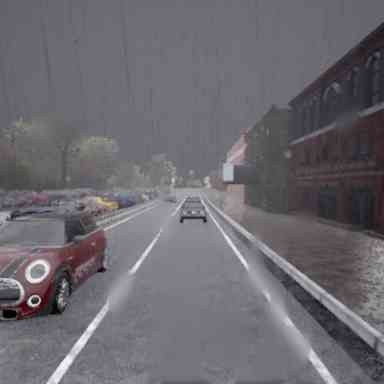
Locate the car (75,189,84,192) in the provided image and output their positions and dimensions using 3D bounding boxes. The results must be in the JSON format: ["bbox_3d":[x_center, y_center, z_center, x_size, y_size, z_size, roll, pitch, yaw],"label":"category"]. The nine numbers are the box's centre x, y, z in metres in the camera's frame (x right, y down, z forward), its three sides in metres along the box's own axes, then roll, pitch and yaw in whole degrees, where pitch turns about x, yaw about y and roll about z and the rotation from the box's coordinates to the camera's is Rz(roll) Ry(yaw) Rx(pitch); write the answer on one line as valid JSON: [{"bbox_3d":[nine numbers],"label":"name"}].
[{"bbox_3d":[-21.729,0.643,58.736,4.553,1.767,2.185,0,1,0],"label":"car"}]

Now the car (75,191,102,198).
[{"bbox_3d":[-21.696,0.484,70.030,5.008,1.535,2.097,0,1,0],"label":"car"}]

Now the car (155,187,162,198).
[{"bbox_3d":[-9.184,0.372,64.490,5.566,2.045,2.435,0,1,0],"label":"car"}]

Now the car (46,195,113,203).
[{"bbox_3d":[-9.375,1.214,27.747,4.674,1.452,2.002,0,0,0],"label":"car"}]

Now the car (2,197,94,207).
[{"bbox_3d":[-9.435,1.247,22.095,4.792,1.488,2.163,0,0,0],"label":"car"}]

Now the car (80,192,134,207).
[{"bbox_3d":[-9.328,1.110,36.223,5.008,1.535,2.097,0,0,0],"label":"car"}]

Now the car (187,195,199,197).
[{"bbox_3d":[0.138,1.093,41.214,2.128,1.511,4.902,0,1,0],"label":"car"}]

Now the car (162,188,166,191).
[{"bbox_3d":[-8.920,0.407,72.969,5.366,1.575,1.946,0,1,0],"label":"car"}]

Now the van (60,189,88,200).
[{"bbox_3d":[-21.860,0.469,61.680,4.442,1.987,1.878,0,2,0],"label":"van"}]

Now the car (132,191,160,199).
[{"bbox_3d":[-9.324,0.549,67.322,5.366,1.575,1.946,0,1,0],"label":"car"}]

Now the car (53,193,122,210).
[{"bbox_3d":[-9.541,1.150,30.573,5.366,1.575,1.946,0,0,0],"label":"car"}]

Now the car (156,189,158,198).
[{"bbox_3d":[-9.175,0.735,61.673,4.674,1.452,2.002,0,1,0],"label":"car"}]

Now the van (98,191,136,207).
[{"bbox_3d":[-9.405,0.841,41.873,4.442,1.987,1.878,0,0,0],"label":"van"}]

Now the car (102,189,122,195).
[{"bbox_3d":[-21.570,-0.016,89.913,4.892,1.521,2.231,0,2,0],"label":"car"}]

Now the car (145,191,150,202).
[{"bbox_3d":[-9.241,1.015,50.365,4.674,1.452,2.002,0,1,0],"label":"car"}]

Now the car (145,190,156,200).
[{"bbox_3d":[-9.200,0.837,56.022,5.008,1.535,2.097,0,1,0],"label":"car"}]

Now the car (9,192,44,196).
[{"bbox_3d":[-21.836,1.096,41.779,4.792,1.488,2.163,0,0,0],"label":"car"}]

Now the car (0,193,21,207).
[{"bbox_3d":[-21.906,1.110,36.257,4.892,1.521,2.231,0,0,0],"label":"car"}]

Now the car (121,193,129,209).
[{"bbox_3d":[-9.334,1.131,33.398,5.008,1.535,2.097,0,0,0],"label":"car"}]

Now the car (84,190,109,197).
[{"bbox_3d":[-21.653,0.341,75.675,5.008,1.535,2.097,0,1,0],"label":"car"}]

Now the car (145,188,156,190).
[{"bbox_3d":[-9.220,0.640,58.844,4.553,1.767,2.185,0,1,0],"label":"car"}]

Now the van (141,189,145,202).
[{"bbox_3d":[-9.373,0.796,47.404,4.442,1.987,1.878,0,1,0],"label":"van"}]

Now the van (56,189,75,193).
[{"bbox_3d":[-21.676,0.682,53.210,4.442,1.987,1.878,0,1,0],"label":"van"}]

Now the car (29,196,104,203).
[{"bbox_3d":[-9.391,1.236,24.922,4.674,1.452,2.002,0,0,0],"label":"car"}]

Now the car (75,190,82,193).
[{"bbox_3d":[-21.809,0.866,56.043,4.792,1.488,2.163,0,2,0],"label":"car"}]

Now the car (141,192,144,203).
[{"bbox_3d":[-9.275,1.086,44.700,4.674,1.452,2.002,0,0,0],"label":"car"}]

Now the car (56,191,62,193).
[{"bbox_3d":[-21.826,1.020,47.437,5.008,1.535,2.097,0,0,0],"label":"car"}]

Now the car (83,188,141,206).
[{"bbox_3d":[-9.277,0.837,39.047,5.566,2.045,2.435,0,0,0],"label":"car"}]

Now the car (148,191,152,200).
[{"bbox_3d":[-9.219,0.948,53.198,4.674,1.452,2.002,0,1,0],"label":"car"}]

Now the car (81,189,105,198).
[{"bbox_3d":[-21.705,0.287,72.849,4.553,1.767,2.185,0,1,0],"label":"car"}]

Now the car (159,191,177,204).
[{"bbox_3d":[-3.246,1.012,49.892,2.033,1.411,5.357,0,1,1],"label":"car"}]

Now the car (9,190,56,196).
[{"bbox_3d":[-21.821,0.794,44.600,5.566,2.045,2.435,0,0,0],"label":"car"}]

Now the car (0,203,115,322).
[{"bbox_3d":[-3.352,1.300,7.411,2.097,1.767,4.553,0,0,0],"label":"car"}]

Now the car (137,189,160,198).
[{"bbox_3d":[-9.153,0.355,70.143,4.553,1.767,2.185,0,1,0],"label":"car"}]

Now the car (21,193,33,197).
[{"bbox_3d":[-21.854,1.118,38.955,4.792,1.488,2.163,0,0,0],"label":"car"}]

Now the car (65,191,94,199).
[{"bbox_3d":[-21.731,0.624,64.509,4.892,1.521,2.231,0,1,0],"label":"car"}]

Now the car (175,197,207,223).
[{"bbox_3d":[0.095,1.349,23.863,2.033,1.411,5.357,0,1,0],"label":"car"}]

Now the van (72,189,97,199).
[{"bbox_3d":[-21.823,0.326,67.329,4.442,1.987,1.878,0,1,0],"label":"van"}]

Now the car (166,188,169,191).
[{"bbox_3d":[-9.009,0.154,84.270,4.792,1.488,2.163,0,1,0],"label":"car"}]

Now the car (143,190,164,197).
[{"bbox_3d":[-9.069,0.307,78.621,4.674,1.452,2.002,0,1,0],"label":"car"}]
